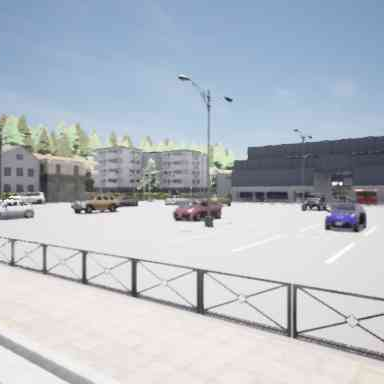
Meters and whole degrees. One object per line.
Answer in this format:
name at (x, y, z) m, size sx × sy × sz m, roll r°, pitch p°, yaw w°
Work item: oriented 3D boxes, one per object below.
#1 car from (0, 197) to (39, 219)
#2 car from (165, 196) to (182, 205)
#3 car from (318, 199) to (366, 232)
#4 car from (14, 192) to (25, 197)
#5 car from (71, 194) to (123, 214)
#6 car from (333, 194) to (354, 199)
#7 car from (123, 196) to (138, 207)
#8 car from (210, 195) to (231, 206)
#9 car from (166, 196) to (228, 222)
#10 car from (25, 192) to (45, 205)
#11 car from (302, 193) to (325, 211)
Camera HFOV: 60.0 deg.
car at (-14.146, 1.377, 25.252) m, size 1.970 × 1.475 × 3.806 m, roll 0°, pitch 0°, yaw 35°
car at (-2.143, 1.251, 48.037) m, size 1.970 × 1.475 × 3.806 m, roll 0°, pitch 0°, yaw 35°
car at (8.623, 1.322, 18.654) m, size 1.845 × 1.501 × 3.633 m, roll 0°, pitch 0°, yaw 35°
car at (-16.512, 1.095, 27.667) m, size 1.905 × 1.878 × 3.866 m, roll 0°, pitch 0°, yaw 35°
car at (-9.292, 1.114, 32.204) m, size 1.932 × 1.855 × 4.605 m, roll 0°, pitch 0°, yaw 35°
car at (16.358, 1.102, 35.896) m, size 1.932 × 1.855 × 4.605 m, roll 0°, pitch 0°, yaw 35°
car at (-9.198, 1.319, 44.386) m, size 2.007 × 1.523 × 4.514 m, roll 0°, pitch 0°, yaw 35°
car at (3.288, 1.168, 44.604) m, size 2.152 × 1.636 × 5.027 m, roll 0°, pitch 0°, yaw 35°
car at (0.479, 1.307, 24.446) m, size 2.007 × 1.523 × 4.514 m, roll 0°, pitch 0°, yaw 35°
car at (-26.323, 1.062, 52.949) m, size 2.150 × 2.045 × 5.566 m, roll 0°, pitch 0°, yaw 35°
car at (13.746, 1.084, 37.233) m, size 1.905 × 1.878 × 3.866 m, roll 0°, pitch 0°, yaw 35°
